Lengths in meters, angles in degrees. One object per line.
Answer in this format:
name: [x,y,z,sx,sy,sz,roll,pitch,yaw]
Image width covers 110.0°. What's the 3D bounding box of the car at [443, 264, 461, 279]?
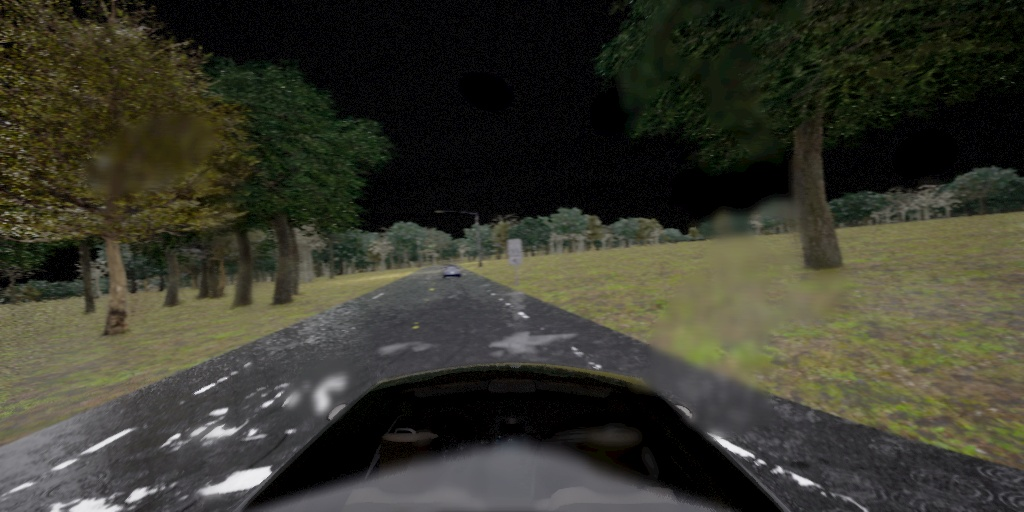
car: [-6.832,1.788,40.720,1.994,1.385,4.181,-5,0,-11]
